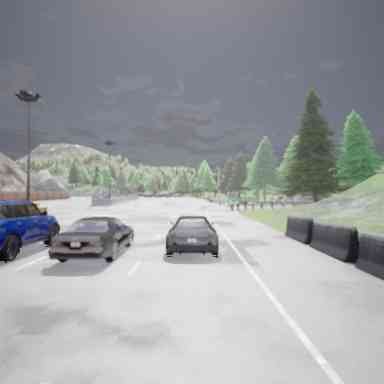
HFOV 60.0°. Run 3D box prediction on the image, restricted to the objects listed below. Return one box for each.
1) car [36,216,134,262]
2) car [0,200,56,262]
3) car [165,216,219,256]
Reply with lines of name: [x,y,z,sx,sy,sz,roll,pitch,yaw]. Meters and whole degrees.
car: [-3.492,1.625,12.483,2.033,1.411,5.357,0,0,0]
car: [-6.992,1.302,12.543,2.150,2.045,5.566,0,0,0]
car: [0.020,1.644,13.472,1.994,1.385,4.181,0,0,0]
